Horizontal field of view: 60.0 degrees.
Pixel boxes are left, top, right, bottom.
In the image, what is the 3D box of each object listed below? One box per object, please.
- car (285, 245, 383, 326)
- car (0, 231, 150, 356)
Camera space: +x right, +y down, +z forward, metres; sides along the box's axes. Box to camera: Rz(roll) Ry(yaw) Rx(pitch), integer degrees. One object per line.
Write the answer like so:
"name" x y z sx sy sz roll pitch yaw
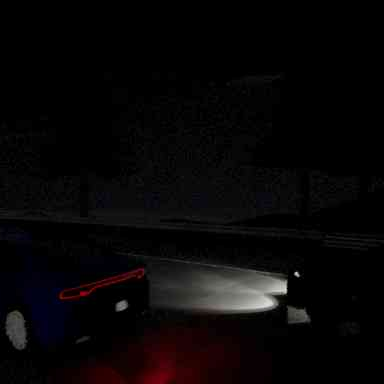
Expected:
"car" 3.760 1.486 5.555 4.181 1.385 1.994 0 0 36
"car" -3.049 1.474 6.128 5.008 1.535 1.882 0 0 34
